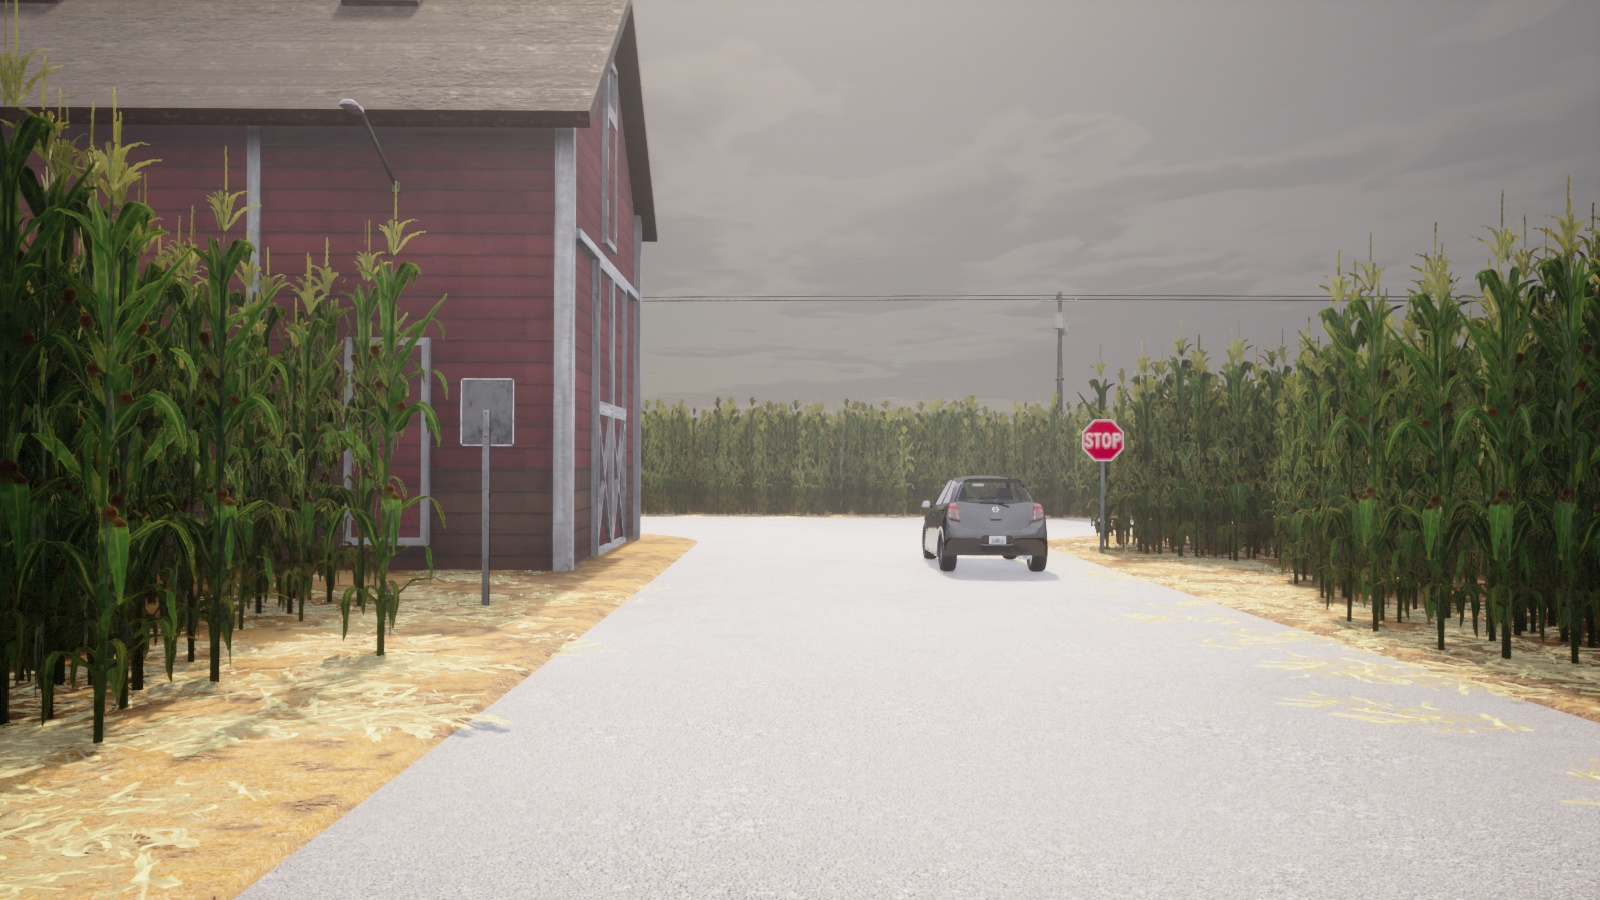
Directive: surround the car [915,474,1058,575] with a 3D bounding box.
[{"bbox_3d":[3.023,1.179,21.053,1.845,1.501,3.633,0,-1,0],"label":"car"}]
